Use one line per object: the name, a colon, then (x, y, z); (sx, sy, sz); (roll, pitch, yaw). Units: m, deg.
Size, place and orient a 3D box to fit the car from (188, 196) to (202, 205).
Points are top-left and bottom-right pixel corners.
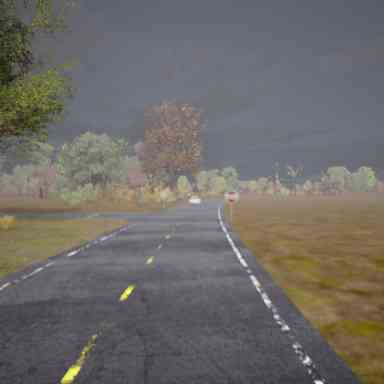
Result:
car: (0.522, 1.503, 58.044); (1.812, 1.442, 4.674); (0, 1, 7)
